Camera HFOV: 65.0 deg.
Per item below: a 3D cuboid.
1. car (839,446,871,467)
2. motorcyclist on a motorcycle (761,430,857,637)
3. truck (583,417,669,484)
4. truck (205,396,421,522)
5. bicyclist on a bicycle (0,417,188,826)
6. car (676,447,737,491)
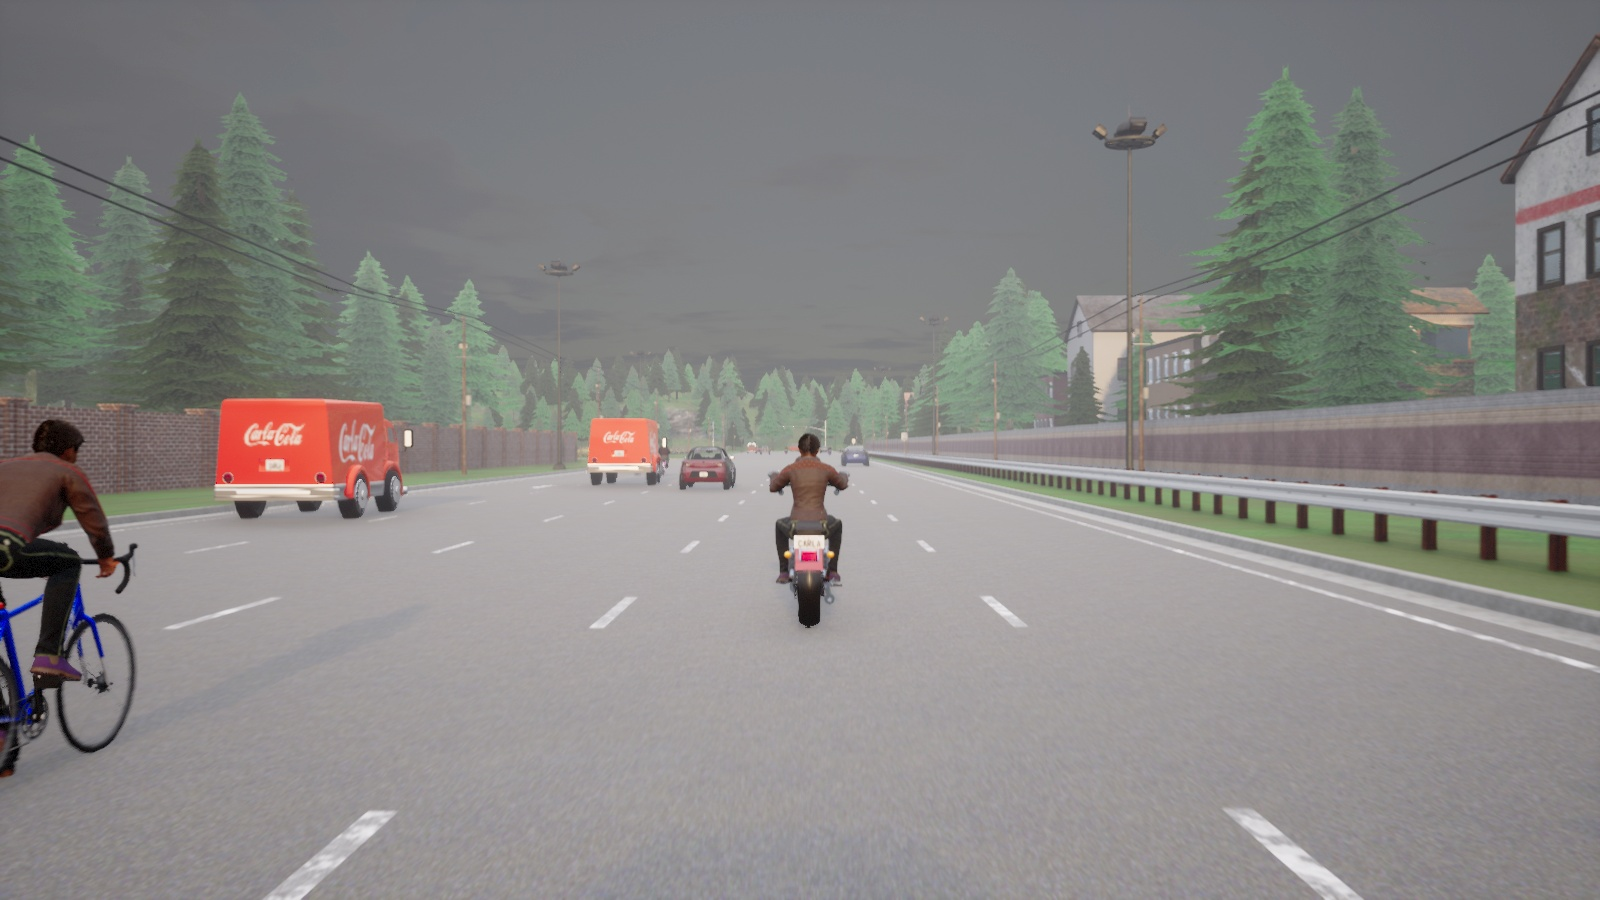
[{"bbox_3d":[4.045,0.482,92.434,2.163,1.488,4.792,0,0,0],"label":"car"},{"bbox_3d":[0.080,0.665,11.177,0.766,1.649,2.350,0,0,0],"label":"motorcyclist on a motorcycle"},{"bbox_3d":[-6.701,0.087,49.068,2.627,2.467,5.204,0,-2,0],"label":"truck"},{"bbox_3d":[-10.328,0.173,27.216,2.627,2.467,5.204,0,0,0],"label":"truck"},{"bbox_3d":[-3.452,0.681,5.649,0.582,1.620,1.656,0,0,0],"label":"bicyclist on a bicycle"},{"bbox_3d":[-3.231,0.630,44.236,1.816,1.474,4.193,0,0,0],"label":"car"}]
